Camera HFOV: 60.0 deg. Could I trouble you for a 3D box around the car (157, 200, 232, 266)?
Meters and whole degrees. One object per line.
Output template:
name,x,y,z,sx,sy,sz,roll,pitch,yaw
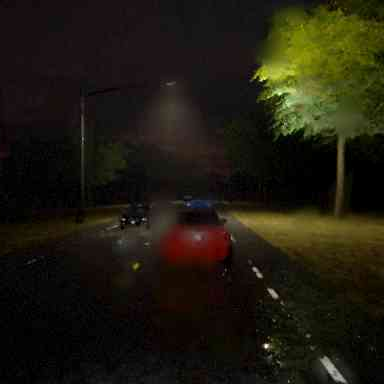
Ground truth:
car,0.176,1.334,11.674,2.097,1.767,4.553,0,0,1

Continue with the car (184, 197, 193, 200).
car,0.585,1.437,28.480,1.882,1.535,5.008,0,0,2

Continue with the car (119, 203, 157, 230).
car,-3.210,1.473,20.975,1.837,1.490,4.892,0,0,2

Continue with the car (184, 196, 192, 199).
car,-0.692,1.506,70.039,2.033,1.411,5.357,0,0,4
